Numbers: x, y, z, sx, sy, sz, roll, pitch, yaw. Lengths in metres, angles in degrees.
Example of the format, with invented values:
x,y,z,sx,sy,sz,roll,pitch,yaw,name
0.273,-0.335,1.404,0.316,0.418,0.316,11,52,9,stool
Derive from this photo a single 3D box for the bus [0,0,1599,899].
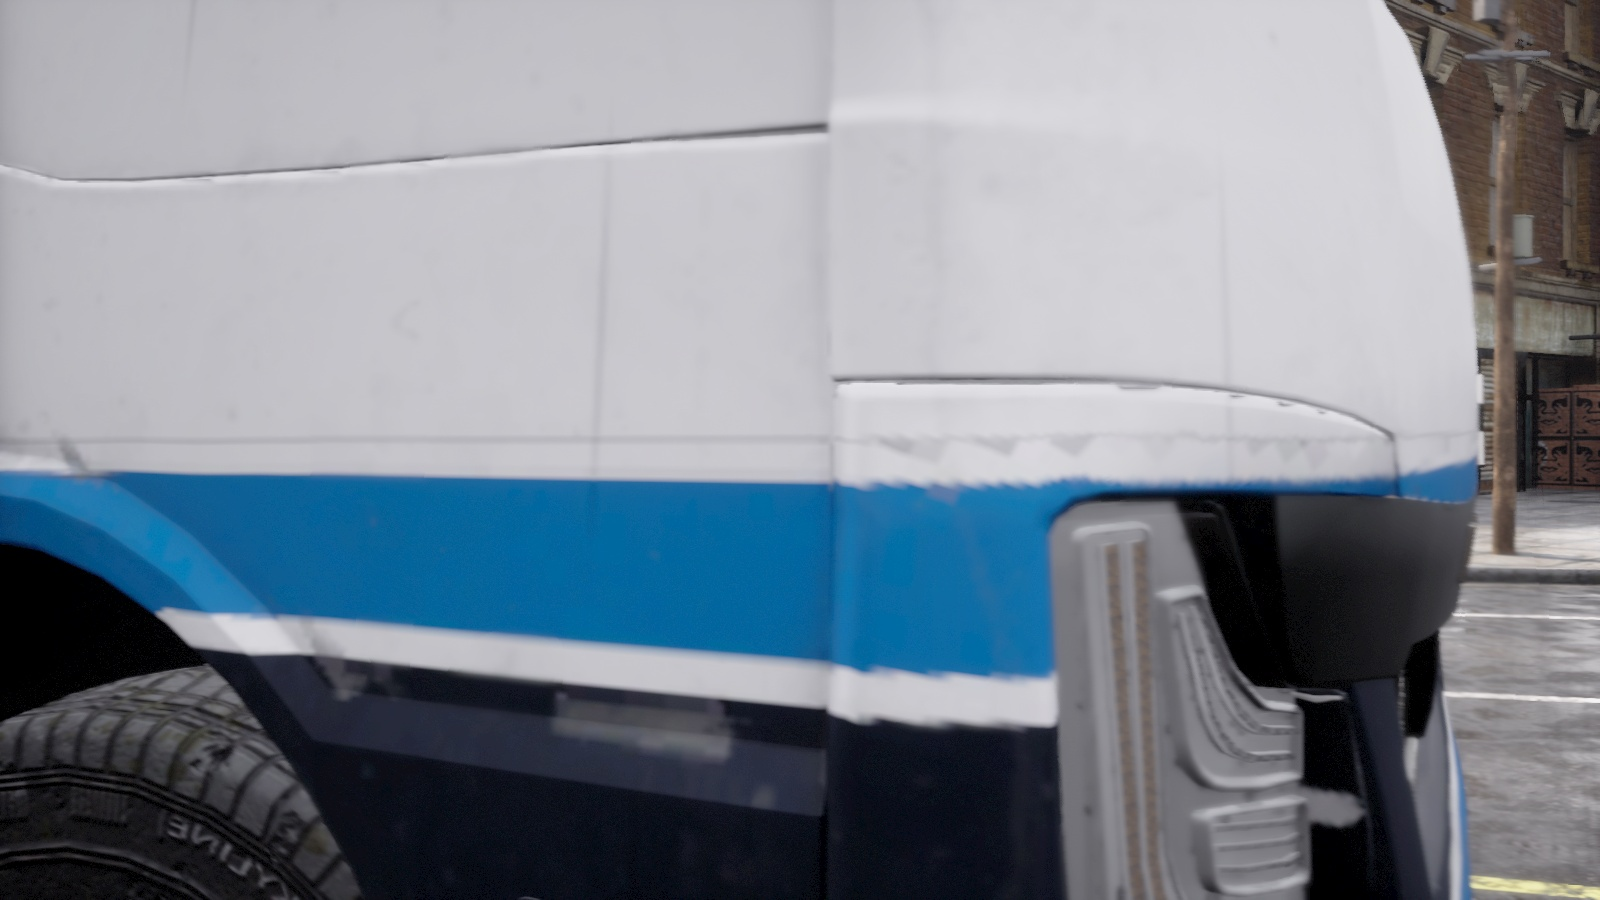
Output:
x,y,z,sx,sy,sz,roll,pitch,yaw,name
-2.835,-0.624,4.179,10.273,4.253,3.944,1,1,27,bus
